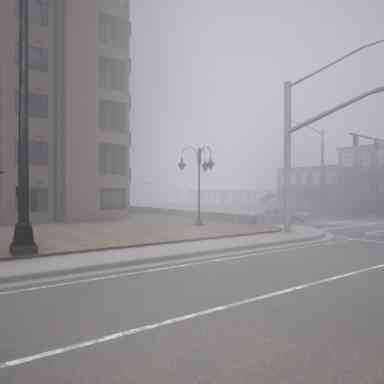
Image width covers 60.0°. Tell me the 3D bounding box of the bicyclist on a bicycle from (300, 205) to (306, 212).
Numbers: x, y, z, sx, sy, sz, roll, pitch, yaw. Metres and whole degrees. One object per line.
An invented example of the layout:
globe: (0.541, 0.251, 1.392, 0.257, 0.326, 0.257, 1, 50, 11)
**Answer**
bicyclist on a bicycle: (13.605, 2.464, 40.705, 1.656, 1.620, 0.582, 0, -8, -35)

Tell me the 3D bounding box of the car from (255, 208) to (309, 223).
car: (7.985, 2.096, 29.843, 1.895, 1.301, 4.718, 0, -4, -36)
